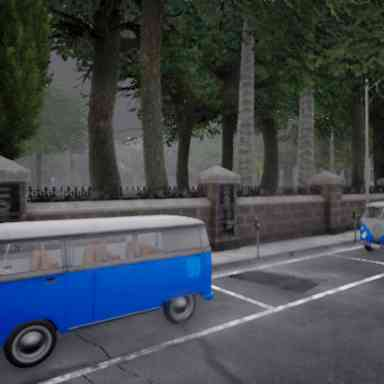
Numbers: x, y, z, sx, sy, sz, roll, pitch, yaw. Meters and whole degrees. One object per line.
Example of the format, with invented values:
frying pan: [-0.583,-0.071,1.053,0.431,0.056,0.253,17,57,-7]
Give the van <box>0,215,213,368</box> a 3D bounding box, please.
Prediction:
van: [-1.533,1.324,5.447,3.998,1.788,1.690,-1,0,-36]

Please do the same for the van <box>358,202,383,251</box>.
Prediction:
van: [7.667,1.216,12.034,3.998,1.788,1.690,-1,0,-36]
